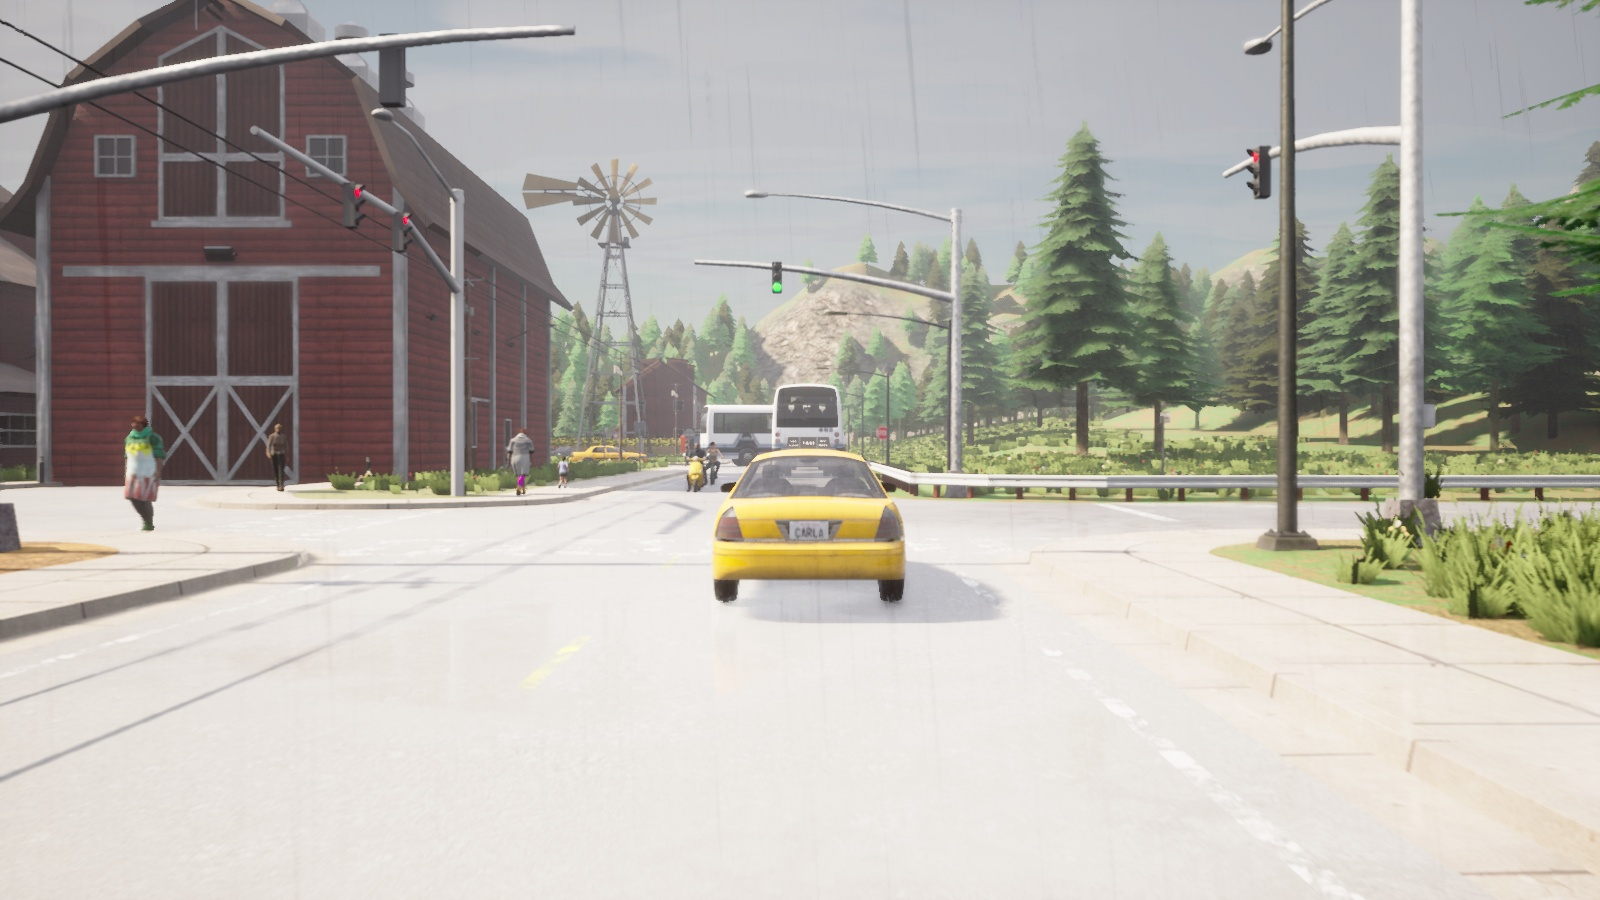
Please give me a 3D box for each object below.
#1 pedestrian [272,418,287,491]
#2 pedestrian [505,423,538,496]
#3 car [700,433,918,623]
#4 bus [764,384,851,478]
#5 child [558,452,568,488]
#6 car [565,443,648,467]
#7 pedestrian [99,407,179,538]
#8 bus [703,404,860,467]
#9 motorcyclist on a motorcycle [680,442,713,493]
[{"bbox_3d":[-13.333,0.120,32.153,0.331,1.846,0.634,0,0,-24],"label":"pedestrian"},{"bbox_3d":[-7.520,0.257,33.896,0.659,1.952,0.873,0,0,3],"label":"pedestrian"},{"bbox_3d":[0.089,0.632,13.094,1.801,1.575,5.366,0,0,0],"label":"car"},{"bbox_3d":[0.362,-0.881,61.614,3.944,4.253,10.273,0,0,0],"label":"bus"},{"bbox_3d":[-7.323,0.617,38.822,0.255,1.110,0.394,0,0,0],"label":"child"},{"bbox_3d":[-13.047,0.328,84.833,5.366,1.575,1.801,0,0,-1],"label":"car"},{"bbox_3d":[-10.113,0.331,19.229,0.659,1.952,0.873,0,0,16],"label":"pedestrian"},{"bbox_3d":[-1.334,-0.984,87.154,10.273,4.253,3.944,0,0,-14],"label":"bus"},{"bbox_3d":[-3.262,0.535,39.721,0.866,1.590,1.817,0,0,0],"label":"motorcyclist on a motorcycle"}]
